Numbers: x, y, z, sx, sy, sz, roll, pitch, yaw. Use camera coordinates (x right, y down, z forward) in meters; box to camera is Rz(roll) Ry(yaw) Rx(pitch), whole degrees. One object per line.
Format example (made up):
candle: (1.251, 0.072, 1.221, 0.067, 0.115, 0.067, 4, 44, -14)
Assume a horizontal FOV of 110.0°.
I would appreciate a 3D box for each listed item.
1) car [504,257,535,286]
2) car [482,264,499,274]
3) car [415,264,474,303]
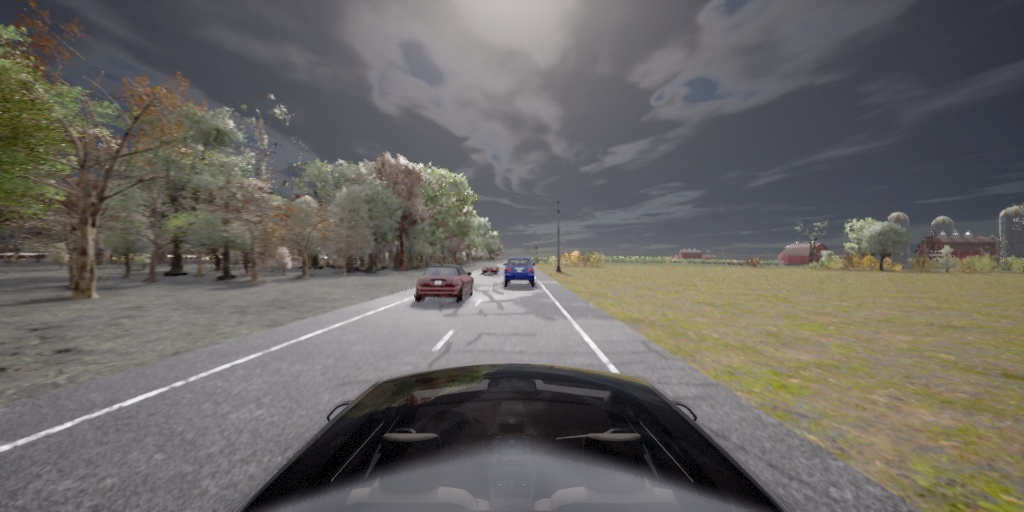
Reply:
car: (0.553, 1.121, 26.979, 2.150, 2.045, 5.566, 0, -1, 1)
car: (-2.622, 1.584, 44.471, 1.895, 1.301, 4.718, 0, 0, 1)
car: (-3.125, 1.181, 17.501, 2.097, 1.767, 4.553, 0, 0, 1)
